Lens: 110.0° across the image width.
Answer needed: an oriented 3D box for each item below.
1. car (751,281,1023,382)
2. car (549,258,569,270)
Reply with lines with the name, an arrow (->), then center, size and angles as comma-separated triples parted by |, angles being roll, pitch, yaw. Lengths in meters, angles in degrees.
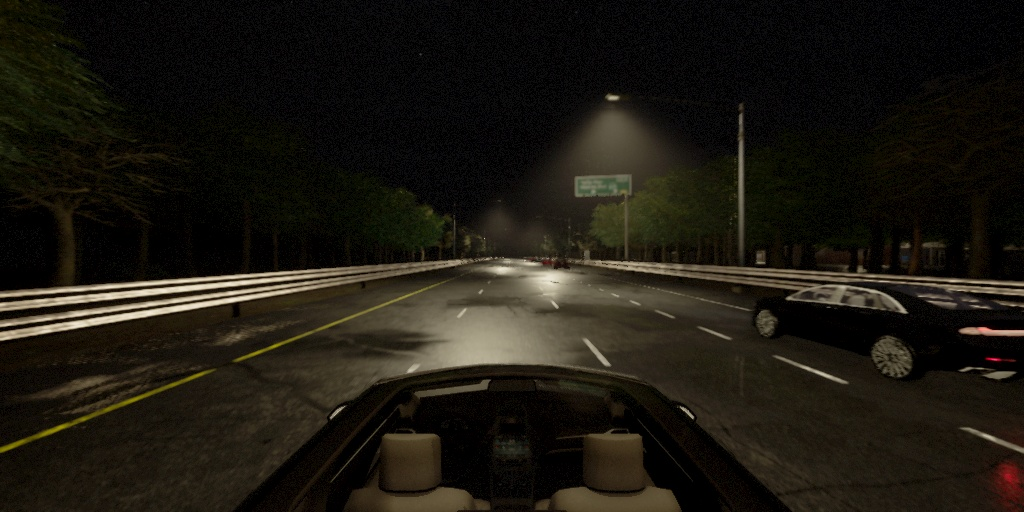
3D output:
car -> 7.001, 1.245, 7.162 | 2.128, 1.511, 4.902 | 0, 0, 0
car -> 7.094, 1.076, 53.013 | 2.097, 1.767, 4.553 | 0, 0, 0
